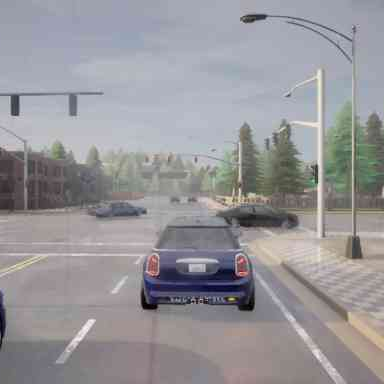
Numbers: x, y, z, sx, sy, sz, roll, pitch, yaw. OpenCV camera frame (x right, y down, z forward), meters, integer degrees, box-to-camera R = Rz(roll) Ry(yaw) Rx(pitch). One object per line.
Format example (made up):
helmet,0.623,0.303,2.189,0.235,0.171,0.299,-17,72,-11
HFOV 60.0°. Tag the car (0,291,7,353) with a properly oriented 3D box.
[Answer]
car,-3.440,1.478,2.501,1.882,1.535,5.008,0,0,0

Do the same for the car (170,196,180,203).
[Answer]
car,-3.433,1.505,68.244,1.837,1.490,4.892,0,0,0

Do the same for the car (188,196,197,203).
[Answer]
car,0.067,1.505,68.241,1.837,1.490,4.892,0,0,0

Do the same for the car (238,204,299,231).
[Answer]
car,3.896,1.477,20.196,5.008,1.535,1.882,0,0,1

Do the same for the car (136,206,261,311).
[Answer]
car,0.162,1.352,7.953,2.097,1.767,4.553,0,0,2

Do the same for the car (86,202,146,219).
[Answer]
car,-6.447,1.547,28.792,2.033,1.411,5.357,0,0,42
